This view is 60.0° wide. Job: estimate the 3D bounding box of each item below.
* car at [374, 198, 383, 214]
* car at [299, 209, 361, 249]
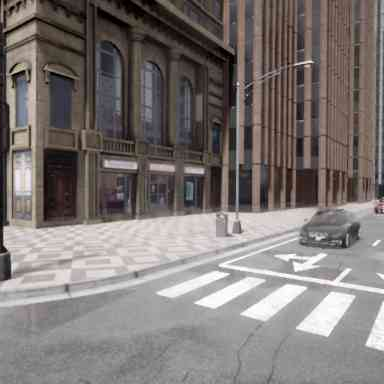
[{"bbox_3d":[20.473,1.389,34.812,2.097,1.767,4.553,1,0,35],"label":"car"},{"bbox_3d":[6.319,1.557,14.939,1.837,1.490,4.892,1,1,35],"label":"car"}]
